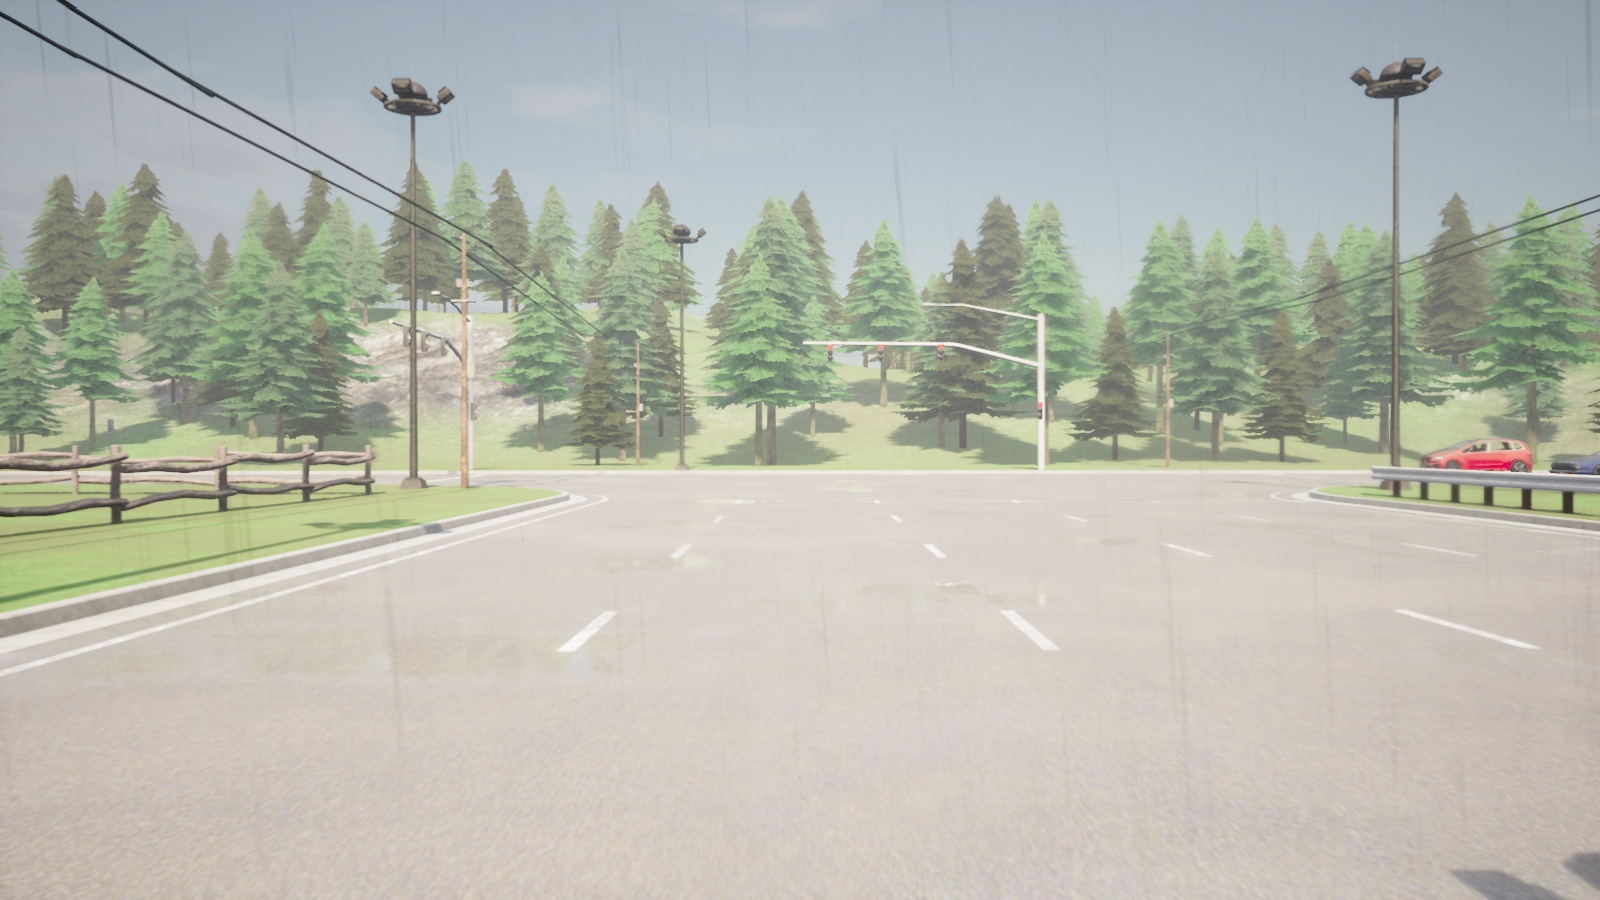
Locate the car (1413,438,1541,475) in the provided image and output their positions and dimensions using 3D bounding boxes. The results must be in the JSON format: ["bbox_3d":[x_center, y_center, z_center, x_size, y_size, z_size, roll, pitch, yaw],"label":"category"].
[{"bbox_3d":[30.823,0.291,57.298,4.611,1.667,2.242,0,0,1],"label":"car"}]

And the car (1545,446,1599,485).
[{"bbox_3d":[31.056,0.554,46.795,5.357,1.411,2.033,0,0,1],"label":"car"}]
